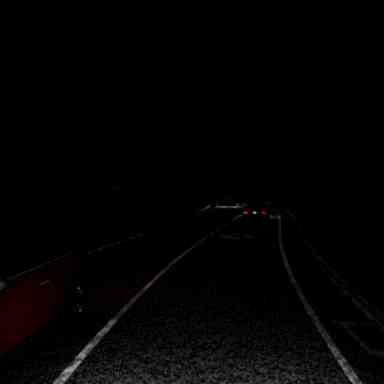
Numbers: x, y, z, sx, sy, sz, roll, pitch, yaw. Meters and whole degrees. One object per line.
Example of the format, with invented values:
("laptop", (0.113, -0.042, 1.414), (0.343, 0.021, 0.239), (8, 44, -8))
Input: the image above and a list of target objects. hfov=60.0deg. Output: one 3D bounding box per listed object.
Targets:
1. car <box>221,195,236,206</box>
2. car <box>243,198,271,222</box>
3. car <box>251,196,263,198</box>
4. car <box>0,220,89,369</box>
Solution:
("car", (5.107, 1.121, 46.938), (1.882, 1.535, 5.008), (0, 1, 5))
("car", (4.926, 1.456, 25.288), (2.033, 1.411, 5.357), (0, 0, 14))
("car", (8.300, 1.208, 42.461), (2.128, 1.511, 4.902), (0, 1, 8))
("car", (-3.153, 1.346, 4.327), (2.097, 1.767, 4.553), (0, 0, 7))
